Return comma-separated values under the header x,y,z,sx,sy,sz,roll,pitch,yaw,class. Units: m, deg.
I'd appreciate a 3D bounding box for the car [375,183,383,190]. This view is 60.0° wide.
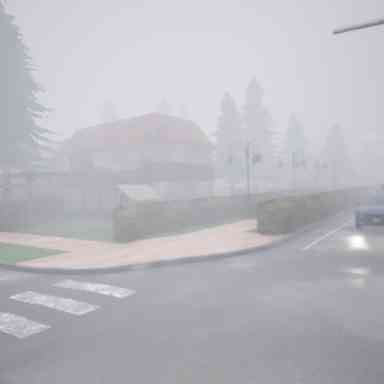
x,y,z,sx,sy,sz,roll,pitch,yaw,class
15.368,0.255,25.176,2.150,2.045,5.566,-1,1,35,car

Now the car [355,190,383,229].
x,y,z,sx,sy,sz,roll,pitch,yaw,class
9.309,0.862,16.332,1.882,1.535,5.008,-1,1,35,car
